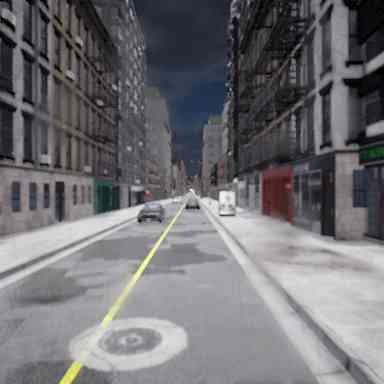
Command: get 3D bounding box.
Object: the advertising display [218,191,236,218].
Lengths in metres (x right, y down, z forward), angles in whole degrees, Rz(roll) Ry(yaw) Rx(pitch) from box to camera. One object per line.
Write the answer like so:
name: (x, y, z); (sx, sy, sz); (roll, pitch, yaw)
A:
advertising display: (3.159, 1.111, 29.867); (1.540, 2.440, 0.280); (0, 0, 0)

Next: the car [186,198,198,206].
car: (0.025, 1.712, 58.103); (2.033, 1.411, 5.357); (0, 0, 0)

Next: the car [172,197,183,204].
car: (-2.980, 1.717, 67.028); (1.812, 1.442, 4.674); (0, 0, 0)

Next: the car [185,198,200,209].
car: (0.081, 1.698, 46.896); (1.994, 1.385, 4.181); (0, 0, 0)

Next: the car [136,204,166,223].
car: (-3.087, 1.623, 26.356); (2.033, 1.411, 5.357); (0, 0, 0)
